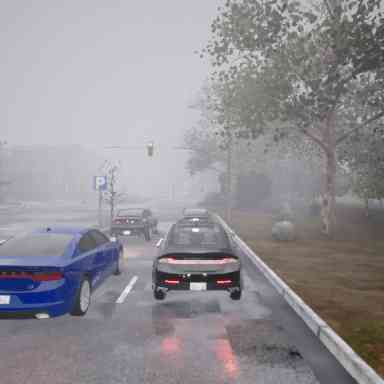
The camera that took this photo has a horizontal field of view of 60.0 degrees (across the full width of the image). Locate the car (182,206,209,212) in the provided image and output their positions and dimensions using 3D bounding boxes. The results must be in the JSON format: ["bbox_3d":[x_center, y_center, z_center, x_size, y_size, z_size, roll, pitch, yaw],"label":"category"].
[{"bbox_3d":[0.184,1.530,17.879,1.837,1.490,4.892,0,0,0],"label":"car"}]

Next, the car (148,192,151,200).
[{"bbox_3d":[-12.589,1.359,76.709,4.674,1.452,2.002,-1,0,-13],"label":"car"}]

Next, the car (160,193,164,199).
[{"bbox_3d":[-10.943,1.064,88.697,5.566,2.045,2.435,-1,0,-12],"label":"car"}]

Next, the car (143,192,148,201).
[{"bbox_3d":[-12.963,1.321,73.714,4.892,1.521,2.231,-1,0,-14],"label":"car"}]

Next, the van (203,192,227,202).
[{"bbox_3d":[4.326,1.042,64.341,4.442,1.987,1.878,1,0,-14],"label":"van"}]

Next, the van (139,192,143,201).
[{"bbox_3d":[-13.193,1.092,70.743,4.442,1.987,1.878,-1,0,-14],"label":"van"}]

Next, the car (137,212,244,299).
[{"bbox_3d":[0.117,1.503,8.467,2.128,1.511,4.902,0,0,0],"label":"car"}]

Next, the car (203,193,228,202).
[{"bbox_3d":[4.712,1.141,67.311,4.553,1.767,2.185,1,0,-14],"label":"car"}]

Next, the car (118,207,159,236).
[{"bbox_3d":[-2.826,1.530,16.965,1.837,1.490,4.892,0,0,1],"label":"car"}]

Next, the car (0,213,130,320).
[{"bbox_3d":[-2.886,1.487,7.534,1.882,1.535,5.008,0,0,0],"label":"car"}]

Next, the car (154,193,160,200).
[{"bbox_3d":[-11.396,1.357,85.692,4.674,1.452,2.002,-1,0,-12],"label":"car"}]

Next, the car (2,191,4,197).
[{"bbox_3d":[-31.130,0.136,52.639,2.002,1.452,4.674,6,-3,-19],"label":"car"}]

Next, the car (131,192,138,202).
[{"bbox_3d":[-13.756,1.315,64.751,5.366,1.575,1.946,-1,0,-15],"label":"car"}]

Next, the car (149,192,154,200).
[{"bbox_3d":[-12.215,1.358,79.710,4.674,1.452,2.002,-1,0,-13],"label":"car"}]

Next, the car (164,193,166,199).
[{"bbox_3d":[-10.519,1.315,91.676,5.008,1.535,2.097,-1,0,-12],"label":"car"}]

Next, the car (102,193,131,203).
[{"bbox_3d":[-14.403,1.358,61.759,4.792,1.488,2.163,-1,0,-15],"label":"car"}]
